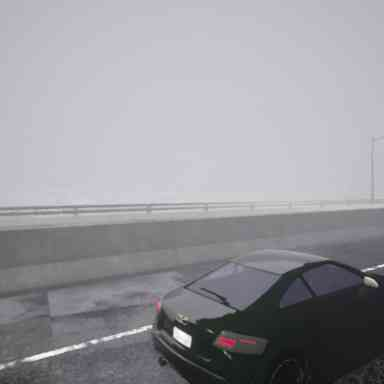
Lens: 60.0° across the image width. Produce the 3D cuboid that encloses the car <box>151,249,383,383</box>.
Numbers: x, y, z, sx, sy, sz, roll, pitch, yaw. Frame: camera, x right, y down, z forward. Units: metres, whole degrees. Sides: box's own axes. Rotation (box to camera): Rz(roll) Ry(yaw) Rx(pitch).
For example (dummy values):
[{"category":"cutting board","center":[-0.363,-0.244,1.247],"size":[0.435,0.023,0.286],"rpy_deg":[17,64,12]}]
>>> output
[{"category":"car","center":[1.526,1.562,4.817],"size":[4.181,1.385,1.994],"rpy_deg":[0,0,-35]}]
